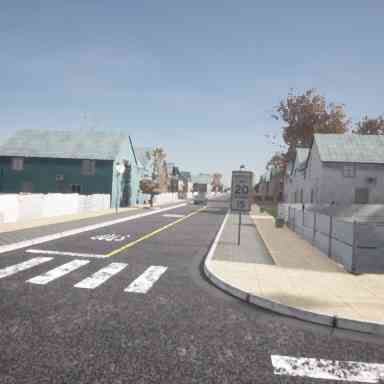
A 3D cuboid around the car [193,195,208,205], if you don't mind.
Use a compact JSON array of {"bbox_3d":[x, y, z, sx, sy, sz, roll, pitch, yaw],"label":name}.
[{"bbox_3d":[1.376,1.198,50.750,1.837,1.490,4.892,3,1,8],"label":"car"}]
